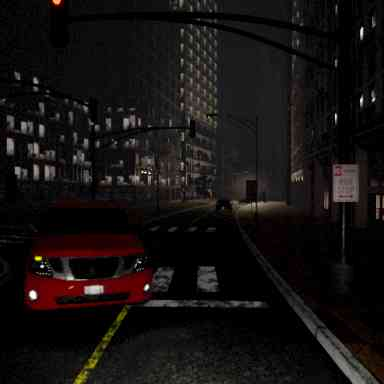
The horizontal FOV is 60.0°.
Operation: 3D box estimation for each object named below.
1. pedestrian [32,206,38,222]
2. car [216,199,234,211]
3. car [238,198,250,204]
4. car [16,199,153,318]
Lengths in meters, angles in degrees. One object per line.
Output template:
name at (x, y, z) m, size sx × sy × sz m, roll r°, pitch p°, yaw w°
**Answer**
pedestrian at (-9.371, 1.345, 19.865) m, size 0.500 × 1.100 × 0.500 m, roll 0°, pitch 0°, yaw 17°
car at (4.083, 1.597, 41.375) m, size 1.837 × 1.490 × 4.892 m, roll 0°, pitch 0°, yaw 10°
car at (10.913, 1.864, 68.975) m, size 1.895 × 1.301 × 4.718 m, roll 0°, pitch 0°, yaw 18°
car at (-2.518, 1.220, 7.974) m, size 2.150 × 2.045 × 5.566 m, roll 2°, pitch -1°, yaw -20°
